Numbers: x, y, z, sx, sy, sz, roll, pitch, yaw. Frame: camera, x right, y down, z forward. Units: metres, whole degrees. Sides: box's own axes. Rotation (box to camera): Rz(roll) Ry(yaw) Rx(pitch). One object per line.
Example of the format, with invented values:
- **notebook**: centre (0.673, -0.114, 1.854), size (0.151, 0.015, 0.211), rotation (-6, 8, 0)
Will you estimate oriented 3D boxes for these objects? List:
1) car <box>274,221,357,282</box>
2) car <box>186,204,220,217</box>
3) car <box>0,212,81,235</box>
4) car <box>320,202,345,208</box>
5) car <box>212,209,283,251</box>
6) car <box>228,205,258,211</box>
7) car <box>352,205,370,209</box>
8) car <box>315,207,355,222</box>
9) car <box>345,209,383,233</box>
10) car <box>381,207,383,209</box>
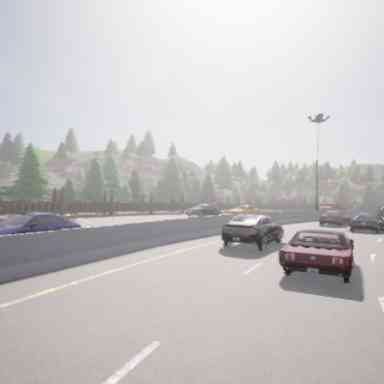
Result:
- **car**: centre (4.243, 1.880, 10.911), size (1.895, 1.301, 4.718), rotation (1, -1, 27)
- **car**: centre (1.310, 2.143, 38.543), size (2.128, 1.511, 4.902), rotation (1, -1, 40)
- **car**: centre (-6.447, 1.542, 13.223), size (1.812, 1.442, 4.674), rotation (1, -1, 25)
- **car**: centre (19.684, 2.502, 47.268), size (5.566, 2.045, 2.150), rotation (2, -1, -39)
- **car**: centre (3.027, 1.815, 15.999), size (2.128, 1.511, 4.902), rotation (1, -1, 29)
- **car**: centre (6.101, 2.261, 38.808), size (1.882, 1.535, 5.008), rotation (0, -1, 41)
- **car**: centre (32.392, 3.342, 64.366), size (4.892, 1.490, 1.837), rotation (2, -1, -30)
- **car**: centre (13.378, 2.398, 30.883), size (1.994, 1.385, 4.181), rotation (1, -1, 40)
- **car**: centre (13.631, 2.319, 25.671), size (1.994, 1.385, 4.181), rotation (1, -1, 38)
- **car**: centre (38.180, 3.105, 63.457), size (4.553, 1.767, 2.097), rotation (2, -1, -27)
